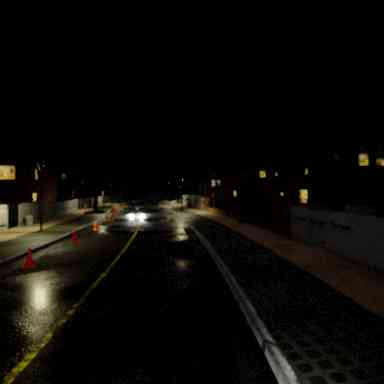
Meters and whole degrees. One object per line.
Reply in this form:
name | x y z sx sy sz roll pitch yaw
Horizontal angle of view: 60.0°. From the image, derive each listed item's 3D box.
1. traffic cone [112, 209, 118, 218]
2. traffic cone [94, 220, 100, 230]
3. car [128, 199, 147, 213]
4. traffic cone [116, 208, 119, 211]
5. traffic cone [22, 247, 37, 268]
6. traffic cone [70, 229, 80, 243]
traffic cone | -7.038 1.994 29.747 0.340 0.580 0.340 0 0 -9
traffic cone | -5.746 1.981 19.950 0.340 0.580 0.340 0 0 -6
car | -6.221 1.525 37.684 2.128 1.511 4.902 0 0 -10
traffic cone | -7.864 2.001 34.619 0.340 0.580 0.340 0 0 -10
traffic cone | -4.934 1.972 10.102 0.340 0.580 0.340 0 0 -3
traffic cone | -5.280 1.976 15.032 0.340 0.580 0.340 0 0 -5
